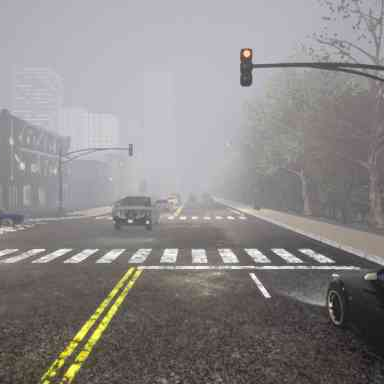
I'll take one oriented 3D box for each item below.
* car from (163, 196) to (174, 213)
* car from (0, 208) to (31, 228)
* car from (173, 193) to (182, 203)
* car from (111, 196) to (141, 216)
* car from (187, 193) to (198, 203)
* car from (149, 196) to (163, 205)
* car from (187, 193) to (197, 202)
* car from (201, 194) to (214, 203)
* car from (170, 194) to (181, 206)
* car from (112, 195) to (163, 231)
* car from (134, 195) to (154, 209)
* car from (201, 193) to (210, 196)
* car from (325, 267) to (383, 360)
[{"bbox_3d":[-3.320,1.515,36.766,1.812,1.442,4.674,0,0,0],"label":"car"},{"bbox_3d":[-13.275,1.703,21.708,4.718,1.301,1.895,-1,1,-13],"label":"car"},{"bbox_3d":[-3.201,1.197,68.986,2.150,2.045,5.566,0,0,0],"label":"car"},{"bbox_3d":[-6.575,1.343,33.395,2.097,1.767,4.553,0,0,0],"label":"car"},{"bbox_3d":[0.150,1.453,67.934,1.882,1.535,5.008,0,0,0],"label":"car"},{"bbox_3d":[-6.528,1.456,60.862,1.882,1.535,5.008,0,0,0],"label":"car"},{"bbox_3d":[0.057,1.194,78.127,2.150,2.045,5.566,0,0,0],"label":"car"},{"bbox_3d":[3.399,1.576,66.895,1.895,1.301,4.718,0,0,0],"label":"car"},{"bbox_3d":[-3.299,1.459,53.720,1.882,1.535,5.008,0,0,0],"label":"car"},{"bbox_3d":[-3.334,1.216,20.774,2.150,2.045,5.566,0,0,0],"label":"car"},{"bbox_3d":[-6.563,1.338,46.154,2.097,1.767,4.553,0,0,0],"label":"car"},{"bbox_3d":[3.306,1.195,76.875,2.150,2.045,5.566,0,0,0],"label":"car"},{"bbox_3d":[3.352,1.563,4.257,1.994,1.385,4.181,0,0,0],"label":"car"}]
